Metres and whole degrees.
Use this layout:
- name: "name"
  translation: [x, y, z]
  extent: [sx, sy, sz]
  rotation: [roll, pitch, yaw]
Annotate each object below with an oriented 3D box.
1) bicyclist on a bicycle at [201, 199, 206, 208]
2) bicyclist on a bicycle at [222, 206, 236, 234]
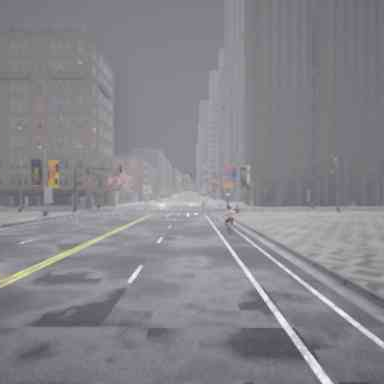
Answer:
- name: "bicyclist on a bicycle"
  translation: [2.245, 2.237, 63.961]
  extent: [0.866, 1.612, 1.509]
  rotation: [0, -1, 0]
- name: "bicyclist on a bicycle"
  translation: [2.250, 1.668, 19.928]
  extent: [0.866, 1.612, 1.509]
  rotation: [0, -1, 0]
